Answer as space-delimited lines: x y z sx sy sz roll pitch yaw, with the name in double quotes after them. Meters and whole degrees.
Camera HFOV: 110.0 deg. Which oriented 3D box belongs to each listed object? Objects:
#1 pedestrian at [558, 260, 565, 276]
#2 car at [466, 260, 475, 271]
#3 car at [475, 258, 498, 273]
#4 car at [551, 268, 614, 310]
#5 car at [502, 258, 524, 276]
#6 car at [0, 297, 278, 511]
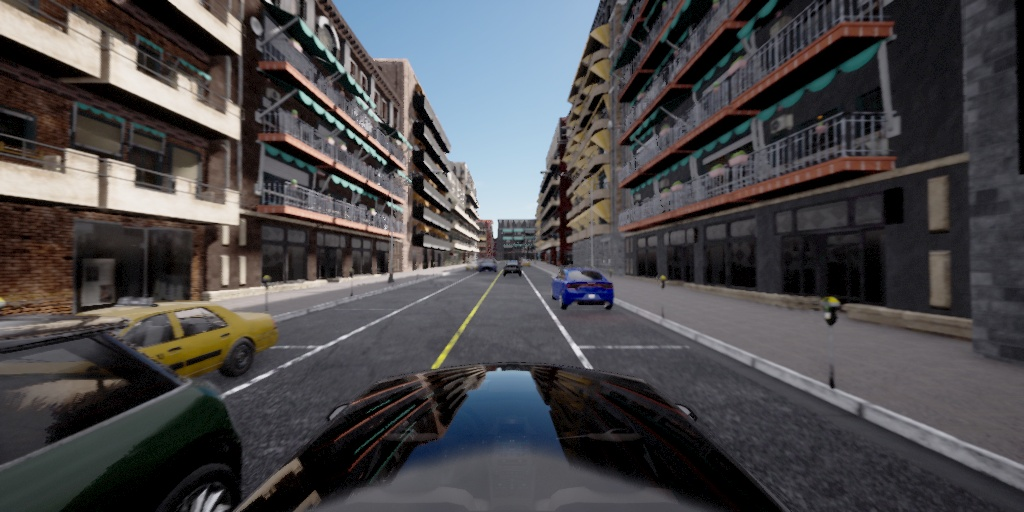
2.416 1.045 17.863 0.375 1.860 0.375 1 -1 0 "pedestrian"
-5.322 1.288 49.312 1.751 1.417 4.829 0 0 0 "car"
-2.841 1.112 42.935 2.097 1.767 4.553 0 0 0 "car"
2.748 1.229 14.845 1.882 1.535 5.008 0 0 0 "car"
0.060 1.261 36.517 1.837 1.490 4.892 0 0 1 "car"
-2.851 1.103 0.459 2.097 1.767 4.553 0 0 0 "car"
